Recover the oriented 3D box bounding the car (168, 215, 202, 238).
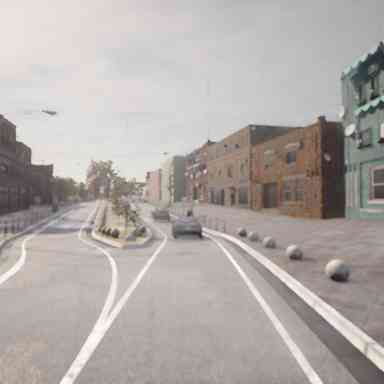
[{"bbox_3d":[-0.439,2.420,23.183,1.994,1.385,4.181,0,-4,-5],"label":"car"}]

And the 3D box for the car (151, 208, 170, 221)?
[{"bbox_3d":[-3.912,2.646,40.691,2.128,1.511,4.902,0,0,-13],"label":"car"}]
